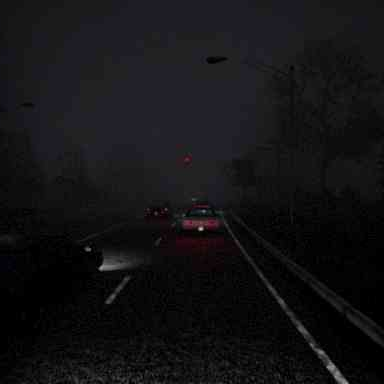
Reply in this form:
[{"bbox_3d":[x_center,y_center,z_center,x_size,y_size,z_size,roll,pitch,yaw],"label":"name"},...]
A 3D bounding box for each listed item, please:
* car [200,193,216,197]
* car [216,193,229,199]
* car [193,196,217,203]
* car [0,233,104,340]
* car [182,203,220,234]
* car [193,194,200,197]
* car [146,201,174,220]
[{"bbox_3d":[4.099,1.151,85.686,2.128,1.511,4.902,0,0,10],"label":"car"},{"bbox_3d":[7.621,1.199,85.500,1.994,1.385,4.181,0,0,10],"label":"car"},{"bbox_3d":[1.150,1.411,30.701,1.837,1.490,4.892,0,0,4],"label":"car"},{"bbox_3d":[-3.324,1.525,6.575,2.033,1.411,5.357,0,0,1],"label":"car"},{"bbox_3d":[0.520,1.544,18.716,1.895,1.301,4.718,0,0,2],"label":"car"},{"bbox_3d":[1.512,1.311,91.018,1.895,1.301,4.718,0,0,10],"label":"car"},{"bbox_3d":[-2.566,1.441,27.239,1.812,1.442,4.674,0,0,3],"label":"car"}]
